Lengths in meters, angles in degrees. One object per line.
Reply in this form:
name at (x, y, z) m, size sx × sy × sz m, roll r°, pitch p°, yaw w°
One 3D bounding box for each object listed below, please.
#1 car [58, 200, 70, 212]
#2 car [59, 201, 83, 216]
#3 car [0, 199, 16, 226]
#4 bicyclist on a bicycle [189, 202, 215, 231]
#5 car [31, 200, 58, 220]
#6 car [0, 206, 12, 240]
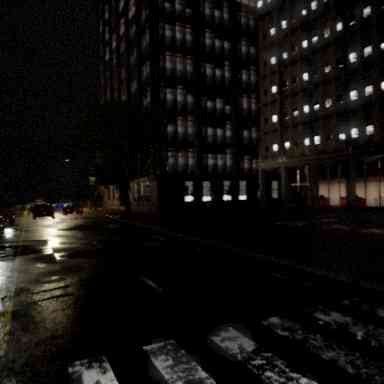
car at (-18.230, 1.907, 47.493) m, size 2.097 × 1.767 × 4.553 m, roll -1°, pitch 0°, yaw -26°
car at (-13.853, 2.033, 38.490) m, size 1.895 × 1.301 × 4.718 m, roll -1°, pitch 0°, yaw -26°
car at (-15.725, 1.646, 27.255) m, size 2.150 × 2.045 × 5.566 m, roll -1°, pitch 0°, yaw -26°
bicyclist on a bicycle at (0.557, 1.365, 18.561) m, size 1.656 × 1.620 × 0.582 m, roll -1°, pitch 0°, yaw -26°
car at (-15.115, 1.917, 33.875) m, size 1.882 × 1.535 × 5.008 m, roll -1°, pitch 0°, yaw -26°
car at (-11.286, 1.790, 18.101) m, size 2.128 × 1.511 × 4.902 m, roll -1°, pitch 0°, yaw -26°
